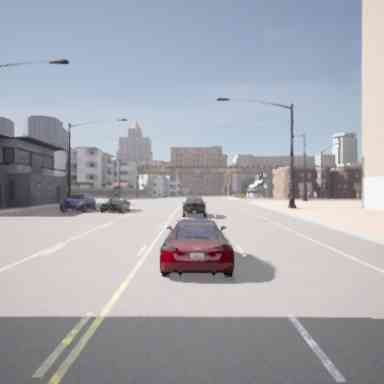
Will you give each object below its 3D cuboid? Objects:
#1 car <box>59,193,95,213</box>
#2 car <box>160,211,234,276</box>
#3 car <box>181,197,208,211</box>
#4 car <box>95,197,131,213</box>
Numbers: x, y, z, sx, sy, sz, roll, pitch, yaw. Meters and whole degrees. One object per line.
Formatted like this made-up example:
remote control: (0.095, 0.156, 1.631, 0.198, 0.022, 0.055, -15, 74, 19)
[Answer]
car: (-10.405, 0.904, 30.581, 2.097, 1.767, 4.553, 0, 1, 1)
car: (0.133, 1.508, 10.187, 1.994, 1.385, 4.181, 0, 1, 0)
car: (0.196, 1.147, 26.731, 1.837, 1.490, 4.892, 0, 1, 0)
car: (-6.910, 1.168, 30.112, 1.895, 1.301, 4.718, 0, 1, 1)
